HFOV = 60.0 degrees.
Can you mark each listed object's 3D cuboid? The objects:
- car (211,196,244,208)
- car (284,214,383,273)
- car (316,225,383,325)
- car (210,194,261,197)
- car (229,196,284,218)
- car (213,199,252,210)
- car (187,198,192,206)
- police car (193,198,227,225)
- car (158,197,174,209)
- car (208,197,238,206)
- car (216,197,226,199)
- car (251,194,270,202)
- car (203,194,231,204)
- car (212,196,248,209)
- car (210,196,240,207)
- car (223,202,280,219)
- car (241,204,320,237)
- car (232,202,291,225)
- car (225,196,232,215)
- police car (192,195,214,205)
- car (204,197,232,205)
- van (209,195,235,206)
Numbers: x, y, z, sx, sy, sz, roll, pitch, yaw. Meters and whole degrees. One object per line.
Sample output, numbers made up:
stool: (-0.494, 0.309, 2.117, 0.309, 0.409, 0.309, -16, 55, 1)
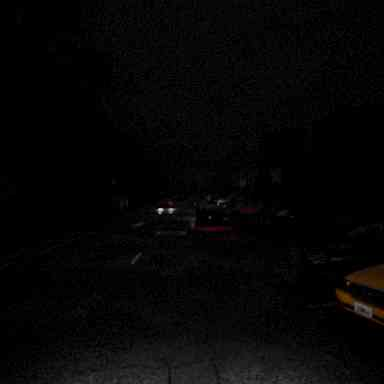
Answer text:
car: (5.498, 1.567, 51.072, 4.553, 1.767, 2.185, 1, -1, -20)
car: (5.324, 1.513, 9.052, 4.892, 1.521, 2.231, 1, 0, -20)
car: (5.137, 1.498, 5.988, 5.366, 1.575, 1.946, 1, 0, -20)
car: (5.453, 1.389, 42.058, 5.566, 2.045, 2.435, 1, 0, -20)
car: (5.403, 1.434, 24.065, 4.553, 1.767, 2.185, 1, 0, -20)
car: (5.468, 1.687, 45.056, 4.792, 1.488, 2.163, 1, 0, -20)
car: (0.203, 1.751, 61.268, 1.882, 1.535, 5.008, 0, 0, 0)
police car: (1.227, 1.501, 24.895, 1.930, 1.638, 5.238, 0, 0, 0)
car: (-3.923, 1.555, 50.451, 2.097, 1.767, 4.553, 0, 0, 0)
car: (5.566, 1.752, 60.091, 5.008, 1.535, 2.097, 1, -1, -20)
car: (5.429, 1.654, 39.055, 4.792, 1.488, 2.163, 1, 0, -20)
car: (18.653, 1.719, 91.080, 2.435, 2.045, 5.566, 0, 0, -21)
car: (5.636, 1.601, 75.130, 5.566, 2.045, 2.435, 1, -1, -20)
car: (5.480, 1.549, 48.071, 4.553, 1.767, 2.185, 1, -1, -20)
car: (5.594, 1.607, 57.089, 4.553, 1.767, 2.185, 1, 0, -20)
car: (5.399, 1.623, 30.062, 4.674, 1.452, 2.002, 1, -1, -20)
car: (5.345, 1.579, 18.053, 4.674, 1.452, 2.002, 1, 0, -20)
car: (5.328, 1.577, 21.044, 4.792, 1.488, 2.163, 1, 0, -20)
car: (5.419, 1.445, 27.066, 4.553, 1.767, 2.185, 1, 0, -20)
police car: (1.309, 1.574, 40.896, 1.930, 1.638, 5.238, 0, 0, 0)
car: (5.427, 1.806, 69.036, 5.366, 1.575, 1.946, 1, 0, -20)
van: (5.696, 1.548, 63.138, 4.442, 1.987, 1.878, 1, -1, -20)
